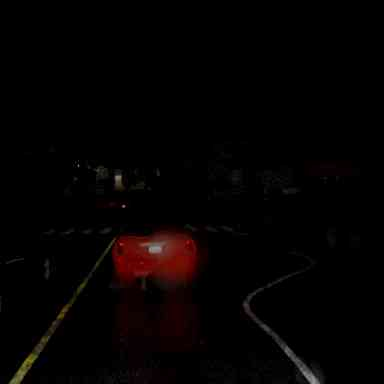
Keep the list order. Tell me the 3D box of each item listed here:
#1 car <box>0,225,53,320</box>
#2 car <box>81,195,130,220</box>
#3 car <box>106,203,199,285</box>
[{"bbox_3d":[-4.325,1.523,6.819,1.837,1.490,4.892,0,0,-7],"label":"car"},{"bbox_3d":[-7.488,1.270,28.902,5.566,2.045,2.150,0,-1,44],"label":"car"},{"bbox_3d":[-1.087,1.364,9.832,2.097,1.767,4.553,0,0,-7],"label":"car"}]
